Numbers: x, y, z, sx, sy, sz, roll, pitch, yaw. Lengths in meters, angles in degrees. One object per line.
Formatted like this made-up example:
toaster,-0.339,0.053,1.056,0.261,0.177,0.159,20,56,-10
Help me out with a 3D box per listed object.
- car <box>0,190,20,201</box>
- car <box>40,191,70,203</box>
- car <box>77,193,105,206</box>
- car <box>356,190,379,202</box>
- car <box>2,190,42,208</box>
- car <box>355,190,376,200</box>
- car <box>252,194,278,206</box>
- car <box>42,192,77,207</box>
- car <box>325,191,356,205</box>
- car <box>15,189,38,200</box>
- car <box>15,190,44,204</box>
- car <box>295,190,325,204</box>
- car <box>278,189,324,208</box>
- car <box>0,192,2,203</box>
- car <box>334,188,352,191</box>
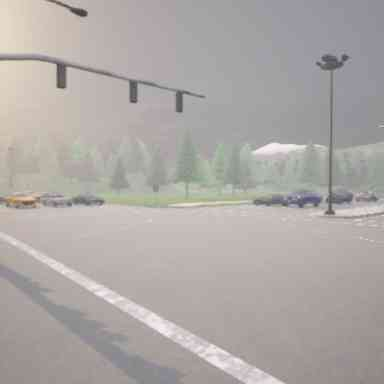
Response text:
car,-27.301,0.496,49.595,1.812,1.442,4.674,-1,1,-43
car,-18.919,0.636,45.734,2.033,1.411,5.357,-1,1,-43
car,-12.041,0.806,38.373,2.033,1.411,5.357,-1,1,-43
car,27.216,0.824,51.599,5.357,1.411,2.033,-1,1,-43
car,-17.423,0.780,33.875,1.882,1.535,5.008,-1,1,-43
car,31.561,0.504,60.491,4.553,1.767,2.097,-1,1,-43
car,9.545,0.920,39.580,5.357,1.411,2.033,0,1,-40
car,-14.576,0.885,35.956,1.895,1.301,4.718,-1,1,-43
car,19.639,0.953,44.426,4.718,1.301,1.895,-1,1,-43
car,-27.253,0.372,54.710,2.128,1.511,4.902,-1,2,-43
car,-20.963,0.604,42.796,1.882,1.535,5.008,-1,1,-43
car,16.417,0.654,46.187,4.553,1.767,2.097,-1,1,-43
car,12.438,0.648,37.536,5.566,2.045,2.150,-1,1,-43
car,-23.660,0.674,40.555,1.812,1.442,4.674,-1,1,-43
car,23.922,0.450,53.295,5.566,2.045,2.150,0,1,-43
